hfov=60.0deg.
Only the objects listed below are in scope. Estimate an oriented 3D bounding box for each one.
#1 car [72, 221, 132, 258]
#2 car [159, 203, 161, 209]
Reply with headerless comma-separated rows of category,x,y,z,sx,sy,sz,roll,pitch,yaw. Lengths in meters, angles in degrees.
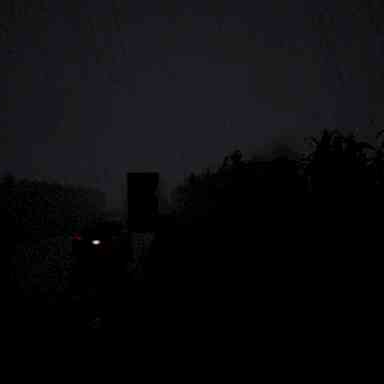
car,-3.802,1.945,14.683,1.994,1.385,4.181,0,-1,-4
car,-9.274,3.836,87.635,2.128,1.511,4.902,0,-2,-4
